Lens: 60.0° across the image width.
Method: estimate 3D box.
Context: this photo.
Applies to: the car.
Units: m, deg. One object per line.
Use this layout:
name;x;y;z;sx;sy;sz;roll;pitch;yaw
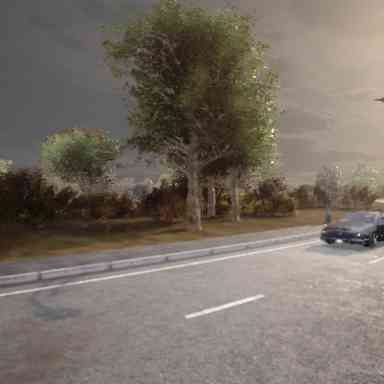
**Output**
car;7.859;1.580;15.069;5.357;1.411;2.033;0;0;-42
